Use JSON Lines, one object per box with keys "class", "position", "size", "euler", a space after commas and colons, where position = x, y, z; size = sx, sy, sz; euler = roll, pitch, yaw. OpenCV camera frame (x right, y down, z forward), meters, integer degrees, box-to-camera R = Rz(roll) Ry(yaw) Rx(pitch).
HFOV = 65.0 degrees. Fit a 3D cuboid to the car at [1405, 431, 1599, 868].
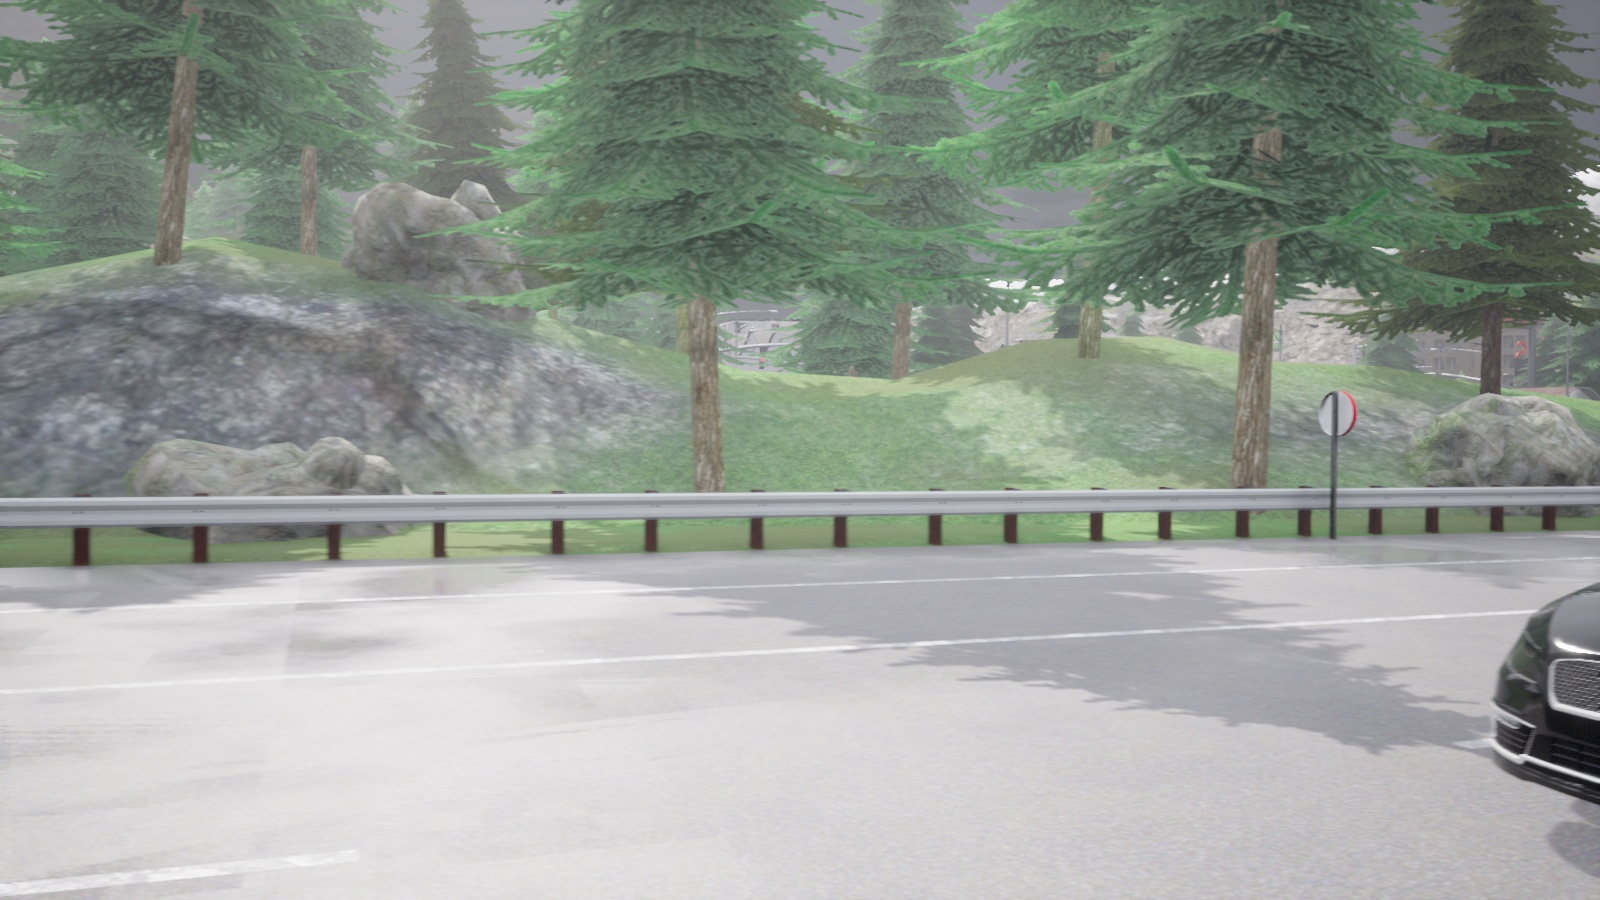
{"class": "car", "position": [5.055, 0.669, 5.035], "size": [4.892, 1.490, 1.837], "euler": [0, 1, -20]}
